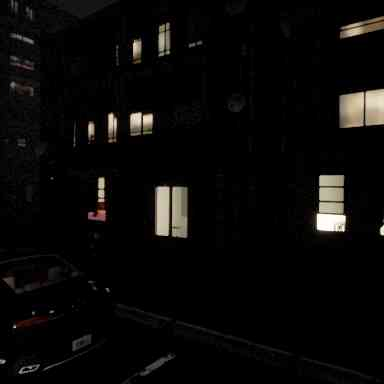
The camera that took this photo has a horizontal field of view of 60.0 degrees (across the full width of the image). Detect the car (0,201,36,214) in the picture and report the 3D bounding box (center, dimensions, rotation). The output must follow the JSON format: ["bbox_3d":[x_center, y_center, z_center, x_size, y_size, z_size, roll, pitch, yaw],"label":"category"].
[{"bbox_3d":[-19.563,1.691,36.865,1.994,1.385,4.181,1,0,36],"label":"car"}]

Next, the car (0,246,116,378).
[{"bbox_3d":[-3.084,1.548,5.215,4.403,1.369,2.008,0,1,36],"label":"car"}]
